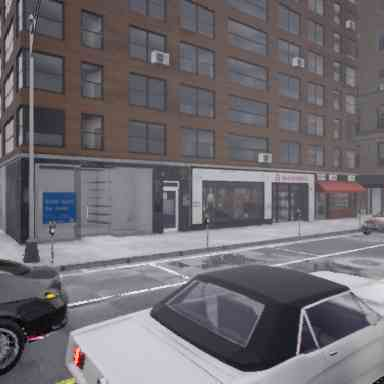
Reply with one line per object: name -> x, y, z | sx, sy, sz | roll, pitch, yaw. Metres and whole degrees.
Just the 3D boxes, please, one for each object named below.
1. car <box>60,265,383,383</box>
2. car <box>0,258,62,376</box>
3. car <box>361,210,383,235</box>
car -> 1.152, 1.600, 3.982 | 4.718, 1.301, 1.895 | 0, 0, -35
car -> -3.940, 1.526, 3.968 | 4.674, 1.442, 1.812 | 0, 0, -35
car -> 10.616, 1.582, 17.470 | 4.206, 1.307, 1.802 | 0, 0, -35
